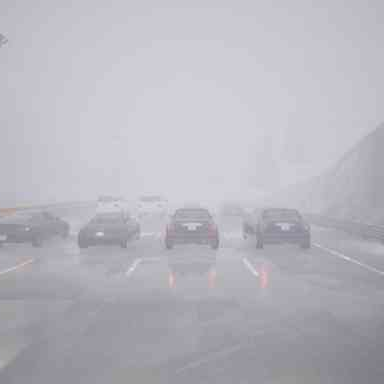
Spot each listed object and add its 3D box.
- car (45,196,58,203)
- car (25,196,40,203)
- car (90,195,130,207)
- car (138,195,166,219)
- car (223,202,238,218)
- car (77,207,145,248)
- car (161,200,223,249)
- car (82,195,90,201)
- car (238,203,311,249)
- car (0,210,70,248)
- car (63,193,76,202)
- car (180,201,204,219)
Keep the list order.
[{"bbox_3d":[-28.599,1.510,67.839,1.994,1.385,4.181,0,0,-13],"label":"car"},{"bbox_3d":[-31.984,1.502,66.950,2.033,1.411,5.357,0,0,-13],"label":"car"},{"bbox_3d":[-6.977,1.255,29.673,2.150,2.045,5.566,0,0,0],"label":"car"},{"bbox_3d":[-3.476,1.255,29.669,2.150,2.045,5.566,0,0,0],"label":"car"},{"bbox_3d":[3.523,1.570,29.630,1.994,1.385,4.181,0,0,0],"label":"car"},{"bbox_3d":[-3.495,1.569,14.639,1.994,1.385,4.181,0,0,0],"label":"car"},{"bbox_3d":[0.005,1.363,14.605,2.097,1.767,4.553,0,0,0],"label":"car"},{"bbox_3d":[-21.828,1.426,69.616,1.882,1.535,5.008,0,0,-13],"label":"car"},{"bbox_3d":[3.505,1.363,14.600,2.097,1.767,4.553,0,0,0],"label":"car"},{"bbox_3d":[-6.995,1.530,14.643,1.812,1.442,4.674,0,0,0],"label":"car"},{"bbox_3d":[-25.207,1.178,68.698,2.150,2.045,5.566,0,0,-13],"label":"car"},{"bbox_3d":[0.023,1.570,29.635,1.994,1.385,4.181,0,0,0],"label":"car"}]
